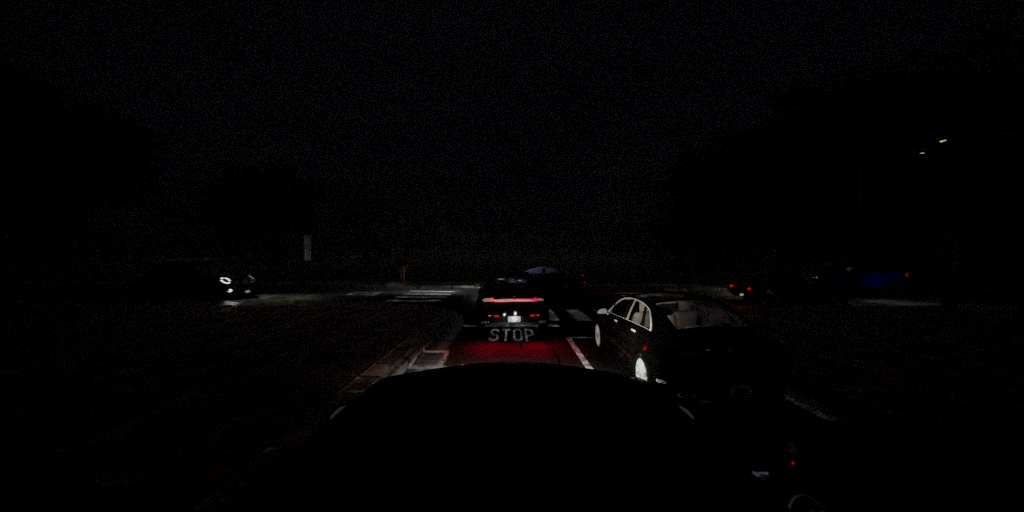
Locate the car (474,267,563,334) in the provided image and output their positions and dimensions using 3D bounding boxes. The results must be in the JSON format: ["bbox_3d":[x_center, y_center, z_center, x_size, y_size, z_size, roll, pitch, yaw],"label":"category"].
[{"bbox_3d":[-0.100,1.242,10.669,2.128,1.511,4.902,0,0,-4],"label":"car"}]

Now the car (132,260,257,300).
[{"bbox_3d":[-14.504,1.061,16.597,4.553,1.767,2.097,0,1,0],"label":"car"}]

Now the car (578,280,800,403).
[{"bbox_3d":[2.635,1.300,6.281,2.007,1.370,4.403,0,0,0],"label":"car"}]

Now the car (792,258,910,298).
[{"bbox_3d":[18.175,1.128,19.577,5.566,2.045,2.150,1,1,0],"label":"car"}]

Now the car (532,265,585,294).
[{"bbox_3d":[1.493,1.234,19.579,4.902,1.511,2.128,0,0,0],"label":"car"}]

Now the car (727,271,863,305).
[{"bbox_3d":[12.867,1.518,16.639,4.718,1.301,1.895,0,1,0],"label":"car"}]

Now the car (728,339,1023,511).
[{"bbox_3d":[2.636,1.332,0.749,1.802,1.307,4.207,0,0,0],"label":"car"}]

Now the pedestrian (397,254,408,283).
[{"bbox_3d":[-6.888,0.762,22.459,0.375,1.860,0.375,0,1,0],"label":"pedestrian"}]
